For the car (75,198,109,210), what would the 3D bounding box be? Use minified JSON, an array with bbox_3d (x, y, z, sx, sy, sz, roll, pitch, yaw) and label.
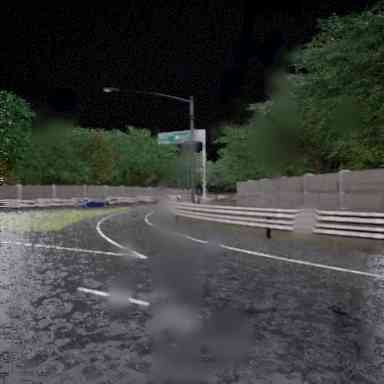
[{"bbox_3d":[-12.989,1.476,43.411,1.812,1.442,4.674,0,0,39],"label":"car"}]
